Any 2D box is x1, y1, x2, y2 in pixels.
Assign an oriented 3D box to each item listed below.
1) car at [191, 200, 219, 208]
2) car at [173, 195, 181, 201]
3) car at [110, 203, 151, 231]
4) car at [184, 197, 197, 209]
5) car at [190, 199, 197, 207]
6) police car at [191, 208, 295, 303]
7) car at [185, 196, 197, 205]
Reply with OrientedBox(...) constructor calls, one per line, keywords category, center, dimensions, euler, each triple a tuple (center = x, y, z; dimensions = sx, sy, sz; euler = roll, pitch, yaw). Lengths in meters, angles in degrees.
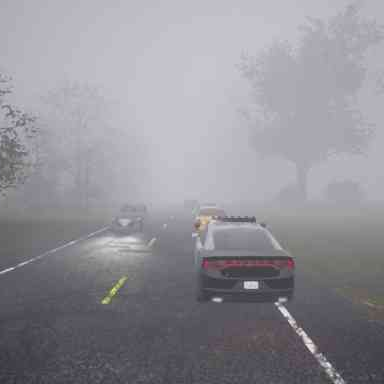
OrientedBox(category="car", center=(1.001, 1.448, 18.474), dimensions=(1.801, 1.575, 5.366), euler=(0, 0, 0))
OrientedBox(category="car", center=(-3.721, 1.442, 83.272), dimensions=(1.994, 1.385, 4.181), euler=(0, 0, 0))
OrientedBox(category="car", center=(-3.654, 1.482, 20.488), dimensions=(2.128, 1.511, 4.902), euler=(0, 0, 0))
OrientedBox(category="car", center=(-0.083, 1.441, 45.636), dimensions=(1.882, 1.535, 5.008), euler=(0, 0, 0))
OrientedBox(category="car", center=(0.986, 1.514, 24.285), dimensions=(1.812, 1.442, 4.674), euler=(0, 0, 0))
OrientedBox(category="police car", center=(1.028, 1.422, 8.393), dimensions=(1.930, 1.638, 5.238), euler=(0, 0, 0))
OrientedBox(category="car", center=(-0.158, 1.500, 59.655), dimensions=(1.994, 1.385, 4.181), euler=(0, 0, 0))
